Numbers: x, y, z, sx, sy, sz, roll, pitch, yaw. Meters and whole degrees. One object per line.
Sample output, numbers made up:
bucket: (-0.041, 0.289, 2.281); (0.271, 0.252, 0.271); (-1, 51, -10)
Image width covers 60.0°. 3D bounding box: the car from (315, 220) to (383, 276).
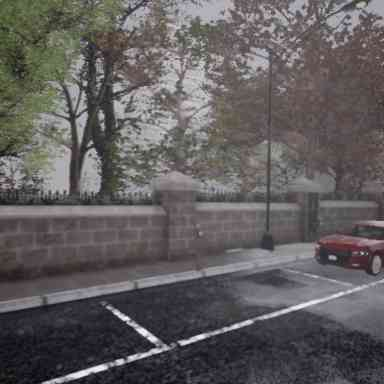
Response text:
car: (5.796, 1.622, 10.676); (4.507, 1.381, 1.887); (1, 1, -35)
